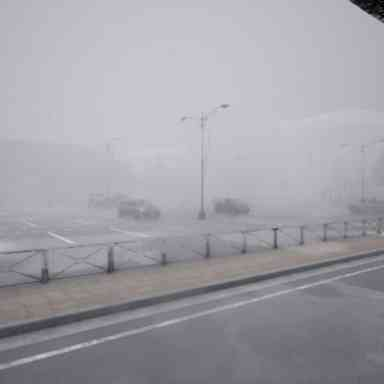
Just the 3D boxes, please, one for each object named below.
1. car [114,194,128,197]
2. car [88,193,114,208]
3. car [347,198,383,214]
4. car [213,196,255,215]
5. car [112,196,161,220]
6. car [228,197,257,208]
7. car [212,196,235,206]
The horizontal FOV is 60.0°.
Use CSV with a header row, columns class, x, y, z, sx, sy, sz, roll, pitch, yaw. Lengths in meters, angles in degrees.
class,x,y,z,sx,sy,sz,roll,pitch,yaw
car,-9.891,1.138,44.811,1.932,1.855,4.605,0,0,-36
car,-12.005,1.111,42.775,1.905,1.878,3.866,0,0,-36
car,17.996,1.405,32.610,2.152,1.636,5.027,0,0,-36
car,3.900,1.368,31.891,1.845,1.501,3.633,0,0,-36
car,-4.224,1.324,26.072,2.007,1.523,4.514,0,0,-36
car,7.182,1.459,47.825,1.970,1.475,3.806,0,0,-36
car,5.251,1.455,55.585,1.845,1.501,3.633,0,0,-36
